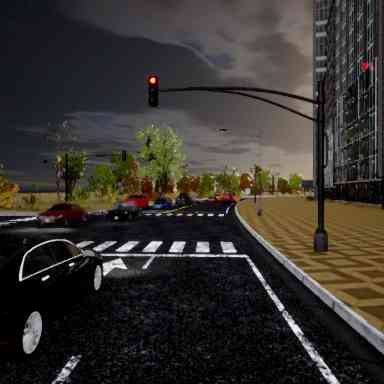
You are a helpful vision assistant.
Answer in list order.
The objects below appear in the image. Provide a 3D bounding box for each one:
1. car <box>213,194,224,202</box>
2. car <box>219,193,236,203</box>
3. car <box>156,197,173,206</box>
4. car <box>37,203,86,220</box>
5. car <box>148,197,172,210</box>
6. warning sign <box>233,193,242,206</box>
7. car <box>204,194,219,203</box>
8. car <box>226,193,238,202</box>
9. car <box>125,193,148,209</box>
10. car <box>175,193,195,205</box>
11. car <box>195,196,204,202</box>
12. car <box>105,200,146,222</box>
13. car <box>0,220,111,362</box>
[{"bbox_3d":[6.470,1.372,80.528,2.097,1.767,4.553,0,0,14],"label":"car"},{"bbox_3d":[7.622,1.239,70.097,2.150,2.045,5.566,0,0,12],"label":"car"},{"bbox_3d":[-4.760,1.566,57.744,1.994,1.385,4.181,0,0,10],"label":"car"},{"bbox_3d":[-8.883,1.523,23.121,1.812,1.442,4.674,0,0,4],"label":"car"},{"bbox_3d":[-3.756,1.526,42.069,1.812,1.442,4.674,0,0,7],"label":"car"},{"bbox_3d":[6.548,1.122,48.212,1.300,1.860,1.060,0,0,8],"label":"warning sign"},{"bbox_3d":[4.506,1.573,71.219,1.994,1.385,4.181,0,0,12],"label":"car"},{"bbox_3d":[9.777,1.245,80.389,2.150,2.045,5.566,0,0,14],"label":"car"},{"bbox_3d":[-7.020,1.219,42.214,2.150,2.045,5.566,0,0,7],"label":"car"},{"bbox_3d":[-1.387,1.226,58.287,2.150,2.045,5.566,0,0,10],"label":"car"},{"bbox_3d":[1.605,1.594,73.685,1.895,1.301,4.718,0,0,11],"label":"car"},{"bbox_3d":[-5.368,1.599,26.567,1.895,1.301,4.718,0,0,5],"label":"car"},{"bbox_3d":[-3.012,1.504,5.889,1.837,1.490,4.892,0,0,1],"label":"car"}]
